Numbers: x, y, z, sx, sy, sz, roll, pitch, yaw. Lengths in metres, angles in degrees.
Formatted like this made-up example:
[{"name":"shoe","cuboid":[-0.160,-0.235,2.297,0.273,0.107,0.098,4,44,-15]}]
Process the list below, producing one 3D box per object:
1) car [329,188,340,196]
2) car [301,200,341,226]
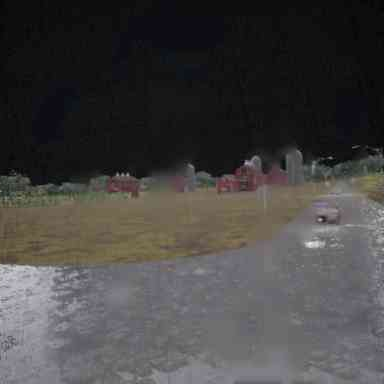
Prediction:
[{"name":"car","cuboid":[29.084,-0.102,67.542,1.837,1.490,4.892,-3,0,24]},{"name":"car","cuboid":[7.554,1.212,19.387,1.994,1.385,4.181,-3,1,24]}]
